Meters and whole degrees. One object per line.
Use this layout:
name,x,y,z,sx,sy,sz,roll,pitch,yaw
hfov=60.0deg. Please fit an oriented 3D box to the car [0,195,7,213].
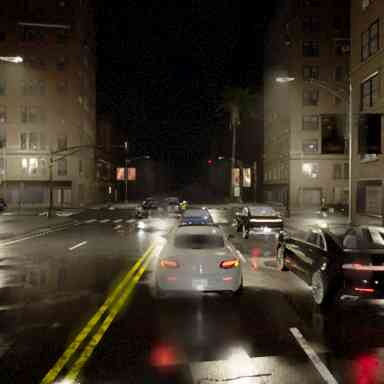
car,-20.697,1.345,31.996,5.008,1.535,1.882,0,1,-8

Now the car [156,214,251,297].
car,0.161,1.524,8.475,1.812,1.442,4.674,0,0,0

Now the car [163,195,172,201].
car,-5.910,1.482,81.144,1.812,1.442,4.674,0,0,0

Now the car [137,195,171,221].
car,-3.152,1.365,27.422,2.097,1.767,4.553,0,-1,0

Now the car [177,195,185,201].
car,-2.646,1.492,83.141,1.895,1.301,4.718,0,0,0

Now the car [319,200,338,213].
car,17.006,1.592,37.567,5.008,1.535,1.882,0,1,1

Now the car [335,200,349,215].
car,16.442,1.762,31.623,4.313,1.339,1.947,0,0,1

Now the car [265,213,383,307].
car,3.386,1.490,7.932,2.128,1.511,4.902,0,0,1

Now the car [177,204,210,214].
car,0.229,1.544,17.929,2.033,1.411,5.357,0,0,0

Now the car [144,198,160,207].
car,-6.219,1.593,51.777,1.895,1.301,4.718,0,0,0

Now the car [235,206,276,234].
car,3.374,1.488,17.240,2.128,1.511,4.902,0,0,0

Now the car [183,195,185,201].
car,-2.747,1.530,69.400,2.033,1.411,5.357,0,0,0

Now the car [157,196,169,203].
car,-5.997,1.531,69.256,2.033,1.411,5.357,0,0,0

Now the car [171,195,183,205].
car,-2.948,1.539,54.519,2.033,1.411,5.357,0,0,1
